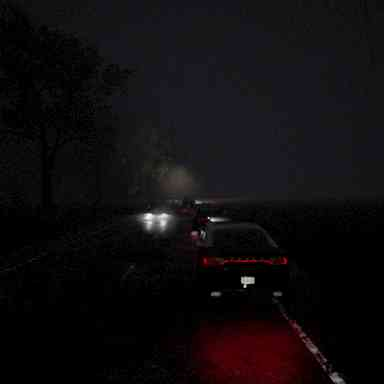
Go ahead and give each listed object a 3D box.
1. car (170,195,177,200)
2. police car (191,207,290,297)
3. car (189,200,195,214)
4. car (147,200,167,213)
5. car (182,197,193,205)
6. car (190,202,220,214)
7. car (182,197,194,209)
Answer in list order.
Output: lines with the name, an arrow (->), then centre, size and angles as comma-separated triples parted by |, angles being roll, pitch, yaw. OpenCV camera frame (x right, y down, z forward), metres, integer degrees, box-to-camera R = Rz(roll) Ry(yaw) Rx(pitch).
car -> -5.306, 1.577, 94.819 | 1.882, 1.535, 5.008 | 0, 0, -2
police car -> 1.017, 1.426, 8.718 | 1.930, 1.638, 5.238 | 0, 0, 0
car -> 0.886, 1.533, 24.623 | 1.812, 1.442, 4.674 | 0, 0, -1
car -> -3.840, 1.617, 37.085 | 1.895, 1.301, 4.718 | 0, 0, -1
car -> -0.807, 1.607, 61.882 | 1.994, 1.385, 4.181 | 0, 0, -1
car -> 0.945, 1.509, 18.618 | 1.837, 1.490, 4.892 | 0, 0, -1
car -> -0.468, 1.627, 46.916 | 1.895, 1.301, 4.718 | 0, 0, -1
